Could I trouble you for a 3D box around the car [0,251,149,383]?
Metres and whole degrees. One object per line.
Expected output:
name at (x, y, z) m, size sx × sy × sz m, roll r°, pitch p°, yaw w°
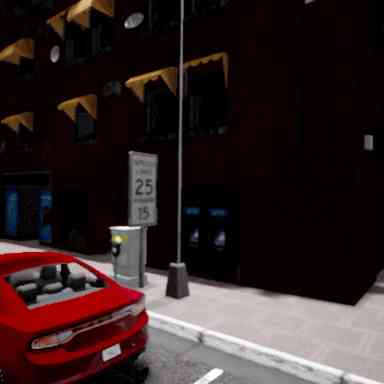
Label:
car at (-2.616, 1.562, 4.893) m, size 4.507 × 1.381 × 1.887 m, roll 0°, pitch 0°, yaw 38°
